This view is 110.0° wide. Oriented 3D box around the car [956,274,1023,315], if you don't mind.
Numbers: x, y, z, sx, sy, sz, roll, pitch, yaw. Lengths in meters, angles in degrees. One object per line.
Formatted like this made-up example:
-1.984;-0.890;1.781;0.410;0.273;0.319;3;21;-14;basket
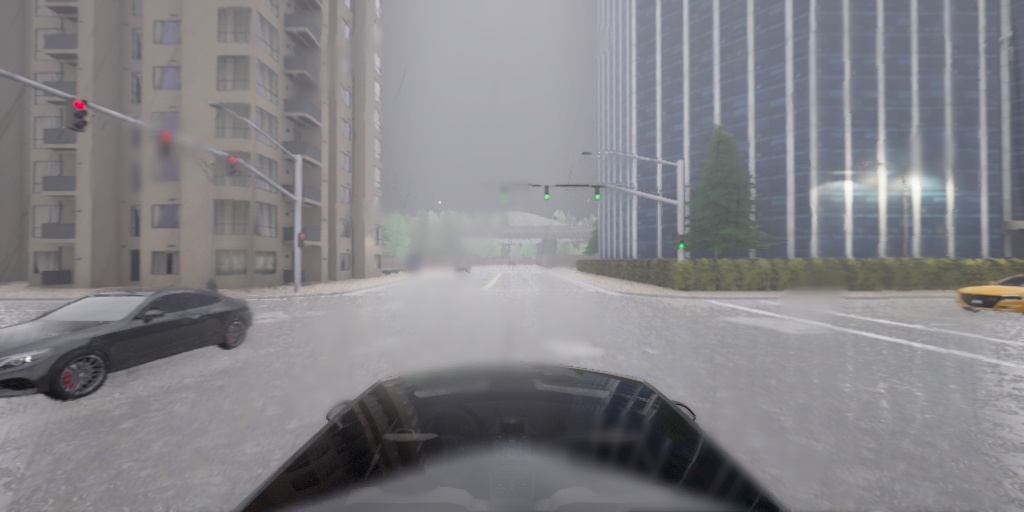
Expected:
19.004;1.348;12.766;5.008;1.535;1.882;0;-1;-1;car

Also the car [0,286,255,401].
-7.000;1.331;6.664;1.812;1.442;4.674;0;-1;0;car

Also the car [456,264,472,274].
-7.001;1.866;53.123;2.033;1.411;5.357;0;-1;0;car
